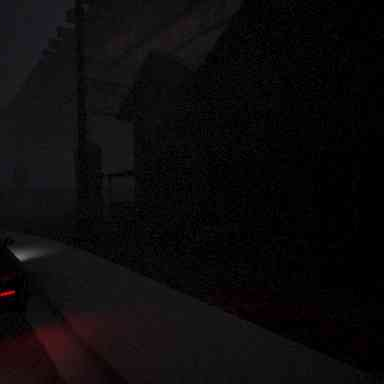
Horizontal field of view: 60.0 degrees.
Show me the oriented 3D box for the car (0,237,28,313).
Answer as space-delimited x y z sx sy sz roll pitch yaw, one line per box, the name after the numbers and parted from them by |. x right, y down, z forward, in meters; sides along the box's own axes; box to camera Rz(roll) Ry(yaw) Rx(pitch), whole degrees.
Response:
-4.636 1.506 6.752 1.812 1.442 4.674 -2 1 -36 | car
